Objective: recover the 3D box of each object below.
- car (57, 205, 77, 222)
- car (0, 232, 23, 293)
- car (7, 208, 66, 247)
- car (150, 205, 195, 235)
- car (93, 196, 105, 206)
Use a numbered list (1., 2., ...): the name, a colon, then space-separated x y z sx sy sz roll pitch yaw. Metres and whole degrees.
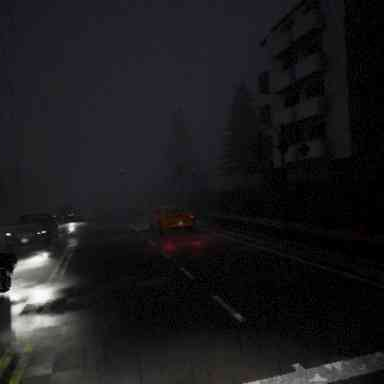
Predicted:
1. car: -11.944 2.036 31.340 1.837 1.490 4.892 -3 0 -16
2. car: -4.993 1.837 6.610 1.895 1.301 4.718 -3 0 -16
3. car: -7.850 1.844 16.647 2.128 1.511 4.902 -3 0 -16
4. car: -1.265 1.498 19.401 1.882 1.535 5.008 -3 0 -16
5. car: -21.840 2.036 78.348 2.150 2.045 5.566 -3 0 -23
